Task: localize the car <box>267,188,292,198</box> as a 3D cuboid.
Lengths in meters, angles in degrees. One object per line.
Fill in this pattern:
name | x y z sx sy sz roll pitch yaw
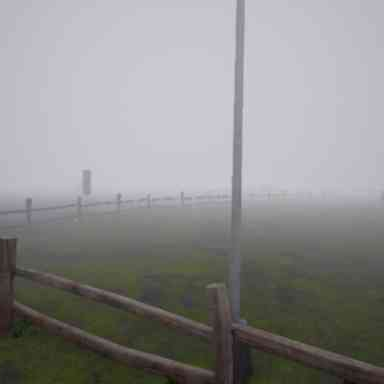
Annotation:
car | 13.354 0.189 50.645 5.008 1.535 1.882 -1 2 -44
